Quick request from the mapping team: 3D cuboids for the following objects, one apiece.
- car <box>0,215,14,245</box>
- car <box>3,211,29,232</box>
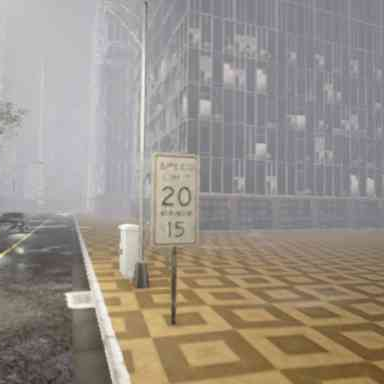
[{"bbox_3d":[-10.556,2.062,16.672,1.994,1.385,4.181,2,-2,-20],"label":"car"},{"bbox_3d":[-14.036,2.324,26.211,1.837,1.490,4.892,2,-2,-20],"label":"car"}]
